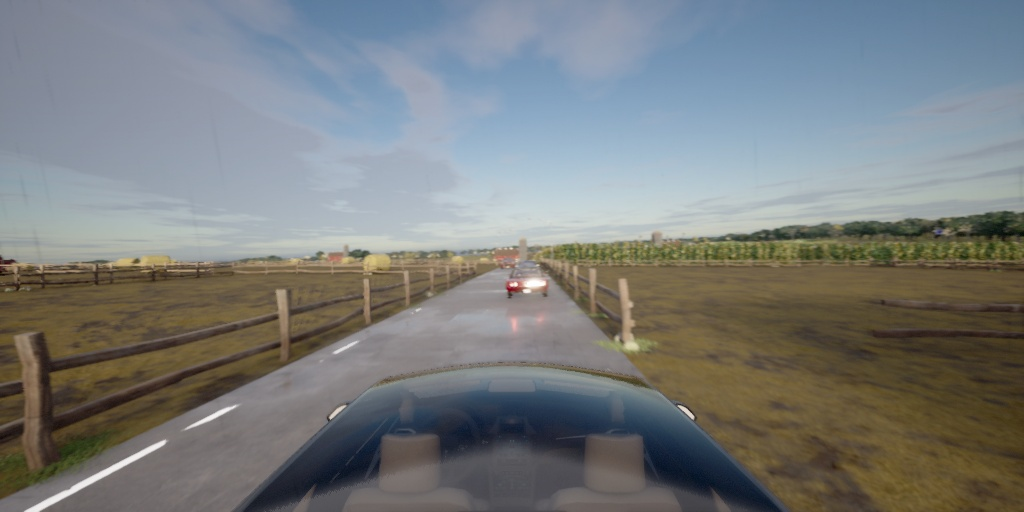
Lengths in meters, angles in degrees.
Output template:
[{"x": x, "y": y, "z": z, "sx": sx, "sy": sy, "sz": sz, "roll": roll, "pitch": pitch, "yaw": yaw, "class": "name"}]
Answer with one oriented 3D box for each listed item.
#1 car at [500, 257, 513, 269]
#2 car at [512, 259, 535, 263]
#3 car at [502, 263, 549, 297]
[{"x": -0.526, "y": 0.960, "z": 52.232, "sx": 2.097, "sy": 1.767, "sz": 4.553, "roll": -2, "pitch": 0, "yaw": 3, "class": "car"}, {"x": 1.359, "y": 1.089, "z": 31.378, "sx": 2.033, "sy": 1.411, "sz": 5.357, "roll": -2, "pitch": 0, "yaw": 3, "class": "car"}, {"x": 0.768, "y": 1.216, "z": 17.678, "sx": 1.895, "sy": 1.301, "sz": 4.718, "roll": -2, "pitch": 0, "yaw": 3, "class": "car"}]
